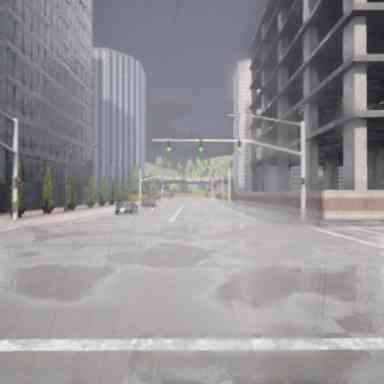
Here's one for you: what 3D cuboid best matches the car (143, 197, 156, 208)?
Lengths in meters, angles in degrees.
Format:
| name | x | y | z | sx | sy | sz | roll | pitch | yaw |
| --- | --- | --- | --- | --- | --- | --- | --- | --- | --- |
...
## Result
| name | x | y | z | sx | sy | sz | roll | pitch | yaw |
| --- | --- | --- | --- | --- | --- | --- | --- | --- | --- |
| car | -7.049 | 1.653 | 54.138 | 2.097 | 1.767 | 4.553 | 0 | 0 | 0 |

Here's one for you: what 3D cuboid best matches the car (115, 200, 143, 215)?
| name | x | y | z | sx | sy | sz | roll | pitch | yaw |
| --- | --- | --- | --- | --- | --- | --- | --- | --- | --- |
| car | -7.089 | 1.694 | 36.297 | 2.128 | 1.511 | 4.902 | 0 | 0 | 0 |
